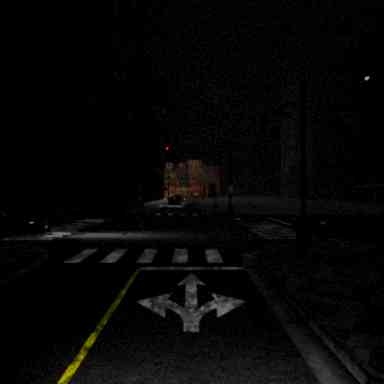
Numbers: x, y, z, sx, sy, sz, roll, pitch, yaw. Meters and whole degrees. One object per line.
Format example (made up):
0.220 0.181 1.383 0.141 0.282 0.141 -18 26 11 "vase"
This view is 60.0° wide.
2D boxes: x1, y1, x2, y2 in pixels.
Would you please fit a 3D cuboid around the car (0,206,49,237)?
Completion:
-9.797 1.457 16.762 4.902 1.511 2.128 1 0 0 "car"

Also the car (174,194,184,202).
-2.734 1.280 69.041 1.837 1.490 4.892 0 0 0 "car"

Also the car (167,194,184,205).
-2.794 1.369 52.808 2.033 1.411 5.357 0 0 0 "car"
